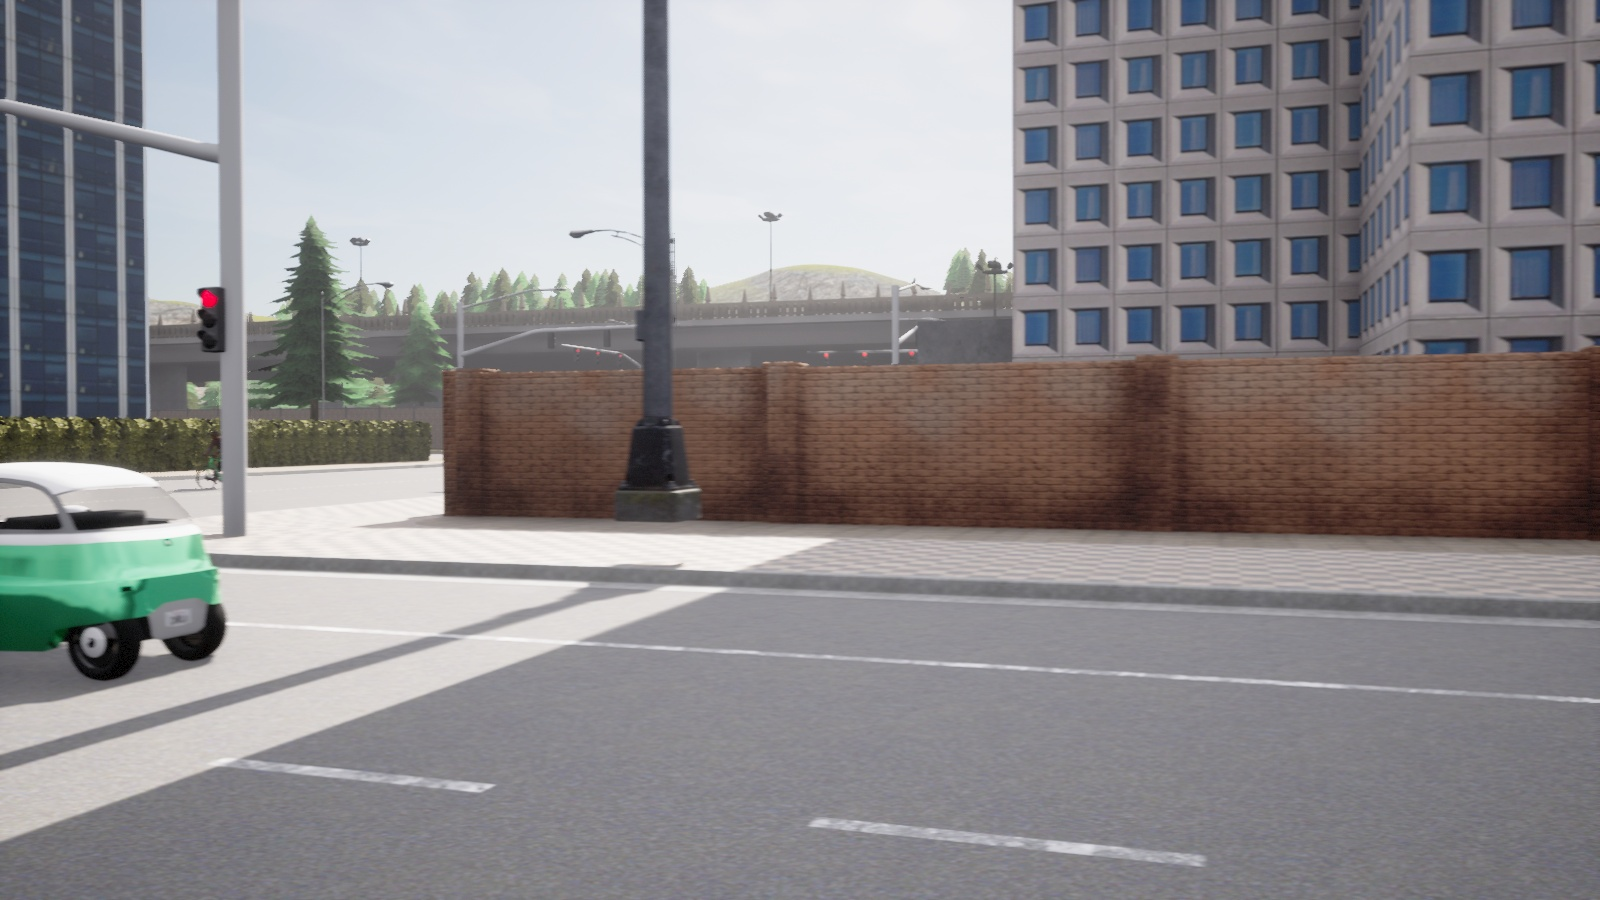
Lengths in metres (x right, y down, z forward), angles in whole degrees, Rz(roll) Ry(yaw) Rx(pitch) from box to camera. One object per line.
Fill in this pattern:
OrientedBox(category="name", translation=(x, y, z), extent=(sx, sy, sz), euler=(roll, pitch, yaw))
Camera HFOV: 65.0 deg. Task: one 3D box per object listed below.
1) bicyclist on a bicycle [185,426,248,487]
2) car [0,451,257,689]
OrientedBox(category="bicyclist on a bicycle", translation=(-15.977, 0.168, 34.429), extent=(0.582, 1.620, 1.656), euler=(0, 1, 18))
OrientedBox(category="car", translation=(-5.158, 0.724, 8.608), extent=(2.207, 1.376, 1.481), euler=(1, 1, 18))
